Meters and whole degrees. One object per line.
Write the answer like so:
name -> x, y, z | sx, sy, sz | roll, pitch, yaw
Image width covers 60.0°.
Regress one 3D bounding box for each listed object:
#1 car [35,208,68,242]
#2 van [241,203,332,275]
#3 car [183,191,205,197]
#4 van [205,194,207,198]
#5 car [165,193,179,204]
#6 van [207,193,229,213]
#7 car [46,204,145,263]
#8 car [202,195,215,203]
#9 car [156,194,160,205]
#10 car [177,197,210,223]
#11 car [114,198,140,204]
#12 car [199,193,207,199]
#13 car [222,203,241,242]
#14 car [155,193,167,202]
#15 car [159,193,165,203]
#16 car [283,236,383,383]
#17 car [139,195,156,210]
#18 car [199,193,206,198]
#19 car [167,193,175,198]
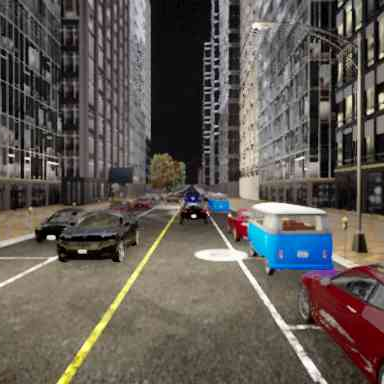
car -> -5.688, 1.454, 15.628 | 1.947, 1.339, 4.313 | 0, 0, 0
van -> 2.691, 1.271, 9.925 | 1.690, 1.788, 3.998 | 0, 0, 0
car -> 0.113, 0.914, 41.673 | 2.150, 2.045, 5.566 | 0, 0, 0
van -> 2.699, 1.059, 38.416 | 1.690, 1.788, 3.998 | 0, 0, 0
car -> -3.058, 1.077, 53.283 | 1.882, 1.535, 5.008 | 0, 0, 0
van -> 2.698, 1.102, 32.717 | 1.690, 1.788, 3.998 | 0, 0, 0
car -> -3.097, 1.393, 11.897 | 1.882, 1.535, 5.008 | 0, 0, 0
car -> 2.704, 1.147, 55.514 | 1.947, 1.339, 4.313 | 0, 0, 0
car -> -5.680, 1.255, 44.120 | 1.802, 1.307, 4.206 | 0, 0, 0
car -> 0.107, 1.355, 23.446 | 1.812, 1.442, 4.674 | 0, 1, 0
car -> -5.685, 1.385, 27.024 | 1.802, 1.307, 4.206 | 0, 0, 0
car -> 2.711, 0.891, 84.002 | 1.887, 1.381, 4.507 | 0, 0, 0
car -> 2.693, 1.433, 15.624 | 1.887, 1.381, 4.507 | 0, 0, 0
car -> -5.675, 0.974, 61.213 | 1.967, 1.590, 4.097 | 0, 0, 0
car -> -5.678, 1.178, 49.817 | 2.008, 1.369, 4.403 | 0, 0, 0
car -> 2.690, 1.552, 4.228 | 1.802, 1.307, 4.206 | 0, 0, 0
car -> -5.682, 1.262, 38.421 | 1.887, 1.381, 4.507 | 0, 0, 0
car -> 2.713, 0.881, 89.699 | 1.802, 1.307, 4.206 | 0, 1, 0
car -> -5.668, 0.850, 89.702 | 2.008, 1.369, 4.403 | 0, 0, 0
